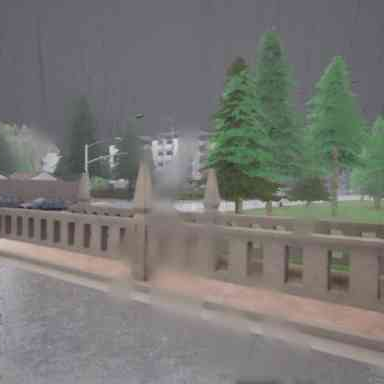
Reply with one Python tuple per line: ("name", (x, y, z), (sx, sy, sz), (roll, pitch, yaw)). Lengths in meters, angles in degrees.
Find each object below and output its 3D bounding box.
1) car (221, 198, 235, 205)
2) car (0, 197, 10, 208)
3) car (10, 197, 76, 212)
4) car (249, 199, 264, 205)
("car", (6.561, 1.311, 51.536), (1.895, 1.301, 4.718), (1, 1, 38))
("car", (-17.541, 1.152, 31.521), (2.033, 1.411, 5.357), (1, 1, 37))
("car", (-13.486, 1.199, 31.060), (2.033, 1.411, 5.357), (1, 1, 38))
("car", (9.457, 1.249, 49.559), (2.128, 1.511, 4.902), (1, 1, 38))
